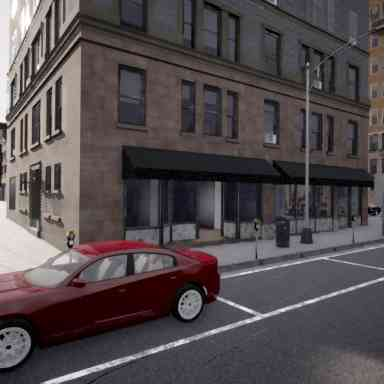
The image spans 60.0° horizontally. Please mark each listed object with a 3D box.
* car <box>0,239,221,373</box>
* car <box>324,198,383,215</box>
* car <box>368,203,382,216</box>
[{"bbox_3d":[-1.564,1.545,5.638,4.507,1.381,1.887,0,1,-35],"label":"car"},{"bbox_3d":[16.242,1.411,33.322,2.033,1.411,5.357,1,0,-35],"label":"car"},{"bbox_3d":[14.477,1.444,30.170,1.895,1.301,4.718,1,0,-35],"label":"car"}]
